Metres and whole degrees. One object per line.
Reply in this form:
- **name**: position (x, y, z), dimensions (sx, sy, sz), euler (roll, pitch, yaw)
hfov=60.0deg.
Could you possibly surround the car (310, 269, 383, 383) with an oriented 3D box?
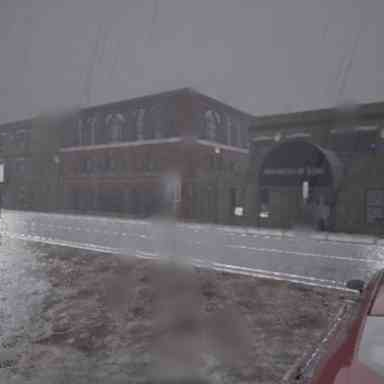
- **car**: position (2.522, 1.522, 3.324), dimensions (2.002, 1.452, 4.674), euler (0, 1, 36)
